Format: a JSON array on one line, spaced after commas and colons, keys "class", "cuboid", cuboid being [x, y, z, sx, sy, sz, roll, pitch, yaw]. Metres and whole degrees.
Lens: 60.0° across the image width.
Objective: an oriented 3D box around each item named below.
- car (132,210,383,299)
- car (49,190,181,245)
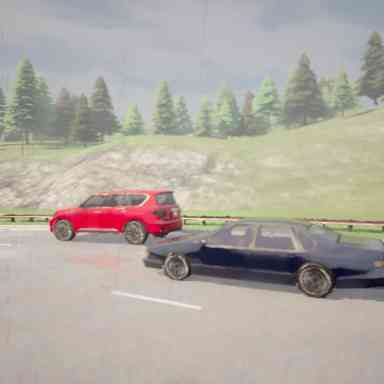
[{"class": "car", "cuboid": [1.503, 1.307, 7.626, 5.357, 1.411, 2.033, -1, 1, 26]}, {"class": "car", "cuboid": [-3.132, 0.943, 13.608, 5.566, 2.045, 2.150, -1, 1, 21]}]
